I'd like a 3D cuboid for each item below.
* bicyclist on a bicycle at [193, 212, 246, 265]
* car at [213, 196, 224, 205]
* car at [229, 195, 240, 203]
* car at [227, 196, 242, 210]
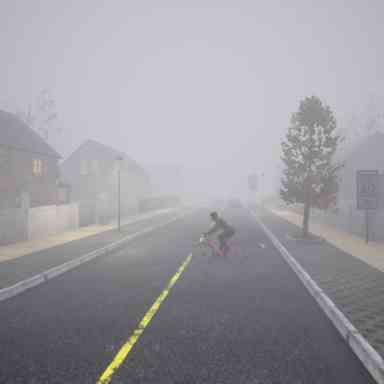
[{"bbox_3d":[0.833,1.438,10.184,1.656,1.620,0.582,0,0,7],"label":"bicyclist on a bicycle"},{"bbox_3d":[4.842,1.445,60.337,1.882,1.535,5.008,0,0,8],"label":"car"},{"bbox_3d":[8.466,1.453,66.651,2.128,1.511,4.902,0,0,7],"label":"car"},{"bbox_3d":[5.499,1.530,42.949,2.033,1.411,5.357,0,0,6],"label":"car"}]
